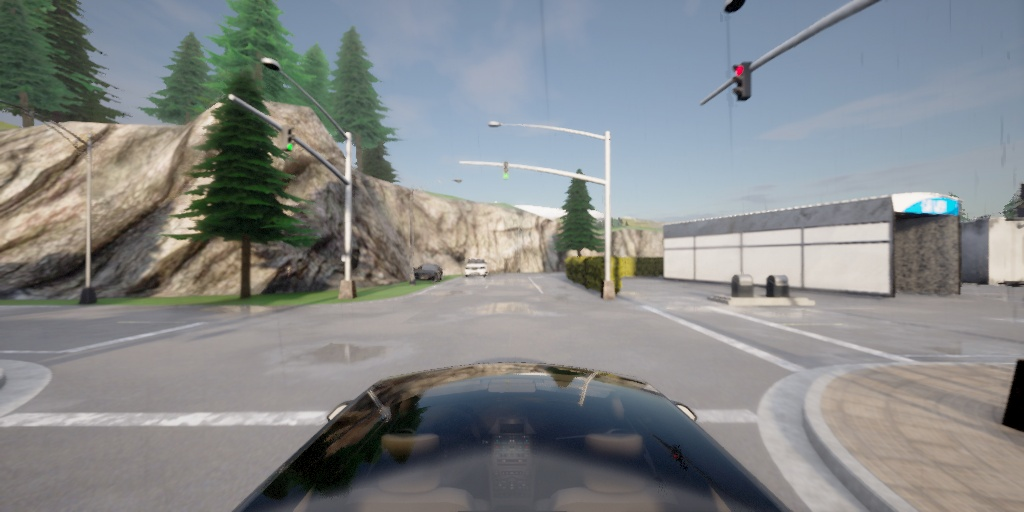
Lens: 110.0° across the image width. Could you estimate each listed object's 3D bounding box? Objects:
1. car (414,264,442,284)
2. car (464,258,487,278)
[{"bbox_3d":[-7.011,1.409,29.869,1.882,1.535,5.008,0,-1,-4],"label":"car"},{"bbox_3d":[-3.865,1.206,38.359,2.150,2.045,5.566,-1,0,-3],"label":"car"}]
